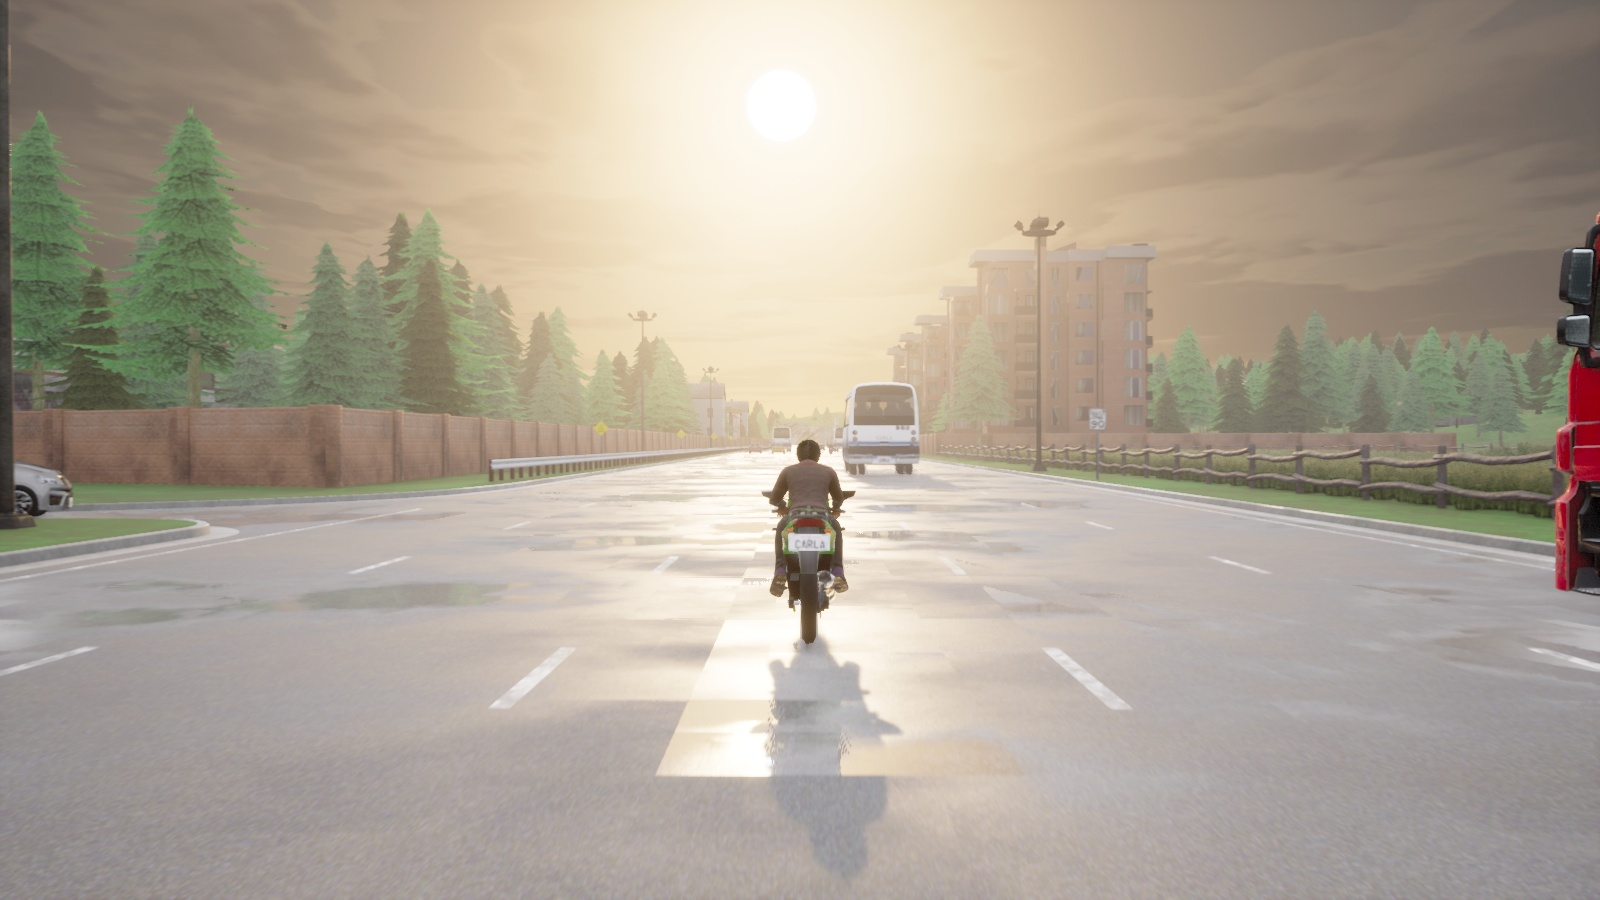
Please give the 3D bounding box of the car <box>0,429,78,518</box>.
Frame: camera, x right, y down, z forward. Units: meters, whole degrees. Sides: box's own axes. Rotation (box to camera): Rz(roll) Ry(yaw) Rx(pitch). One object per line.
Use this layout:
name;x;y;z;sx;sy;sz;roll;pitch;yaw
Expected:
car;-16.595;0.442;23.993;4.611;1.667;2.242;0;0;-23

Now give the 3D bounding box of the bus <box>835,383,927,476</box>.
bus;3.844;-0.980;62.558;3.944;4.253;10.273;0;0;0

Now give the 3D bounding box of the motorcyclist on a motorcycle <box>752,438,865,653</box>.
motorcyclist on a motorcycle;0.067;0.673;9.908;0.797;1.523;2.044;0;0;0

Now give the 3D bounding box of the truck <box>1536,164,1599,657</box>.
truck;7.046;-0.261;5.604;2.891;3.462;7.936;0;0;0
